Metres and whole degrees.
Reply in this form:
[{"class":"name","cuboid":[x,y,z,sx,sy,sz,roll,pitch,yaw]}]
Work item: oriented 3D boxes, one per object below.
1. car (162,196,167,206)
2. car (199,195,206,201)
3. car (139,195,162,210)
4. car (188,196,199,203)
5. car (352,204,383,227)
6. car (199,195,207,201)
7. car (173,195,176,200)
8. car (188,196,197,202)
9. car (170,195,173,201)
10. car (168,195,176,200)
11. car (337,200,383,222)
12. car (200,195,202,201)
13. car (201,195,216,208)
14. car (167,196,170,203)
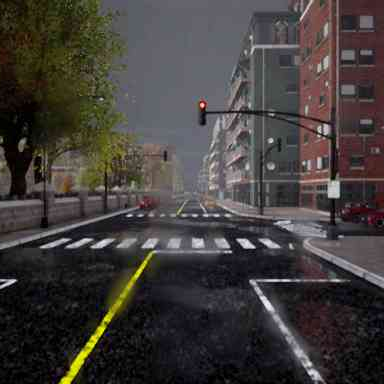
[{"class":"car","cuboid":[-5.640,1.456,54.989,1.967,1.590,4.097,0,0,0]},{"class":"car","cuboid":[2.772,1.591,88.193,1.887,1.381,4.507,0,0,0]},{"class":"car","cuboid":[-5.651,1.323,43.918,2.192,1.841,5.009,0,0,0]},{"class":"car","cuboid":[0.070,1.575,69.224,2.033,1.411,5.357,0,0,0]},{"class":"car","cuboid":[14.688,1.850,24.722,4.181,1.385,1.994,1,0,0]},{"class":"car","cuboid":[2.767,1.585,82.658,1.887,1.381,4.507,0,0,0]},{"class":"car","cuboid":[-5.614,1.622,82.665,1.802,1.307,4.206,0,0,0]},{"class":"car","cuboid":[0.078,1.589,79.635,1.994,1.385,4.181,0,0,0]},{"class":"car","cuboid":[-5.624,1.611,71.594,1.802,1.307,4.206,0,0,0]},{"class":"car","cuboid":[-5.604,1.577,93.565,1.752,1.417,4.829,0,0,0]},{"class":"car","cuboid":[14.643,1.590,27.327,5.009,1.841,2.192,1,-1,0]},{"class":"car","cuboid":[2.741,1.561,54.981,1.887,1.381,4.507,0,0,0]},{"class":"car","cuboid":[2.736,1.537,49.616,1.752,1.417,4.829,0,0,0]},{"class":"car","cuboid":[-5.635,1.565,60.524,1.887,1.381,4.507,0,0,0]}]
